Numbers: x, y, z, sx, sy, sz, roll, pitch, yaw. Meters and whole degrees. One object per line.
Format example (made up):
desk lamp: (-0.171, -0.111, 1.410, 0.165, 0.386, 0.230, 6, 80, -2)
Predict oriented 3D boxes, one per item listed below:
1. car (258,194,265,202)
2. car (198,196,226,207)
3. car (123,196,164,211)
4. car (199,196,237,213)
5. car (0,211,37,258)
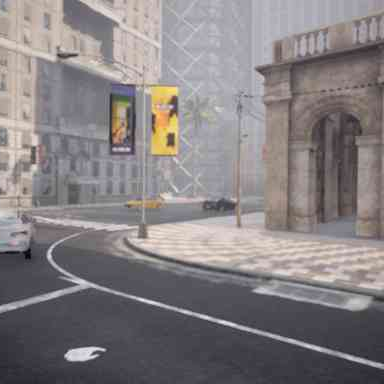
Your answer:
car: (13.875, 1.197, 61.400, 2.128, 1.511, 4.902, 1, 0, 36)
car: (2.828, 1.259, 46.238, 1.994, 1.385, 4.181, 1, 1, 36)
car: (-5.057, 1.173, 35.195, 1.882, 1.535, 5.008, 1, 1, 35)
car: (2.984, 1.262, 34.131, 1.882, 1.535, 5.008, 1, 1, 35)
car: (-6.520, 1.377, 11.543, 1.812, 1.442, 4.674, 0, 1, -24)
